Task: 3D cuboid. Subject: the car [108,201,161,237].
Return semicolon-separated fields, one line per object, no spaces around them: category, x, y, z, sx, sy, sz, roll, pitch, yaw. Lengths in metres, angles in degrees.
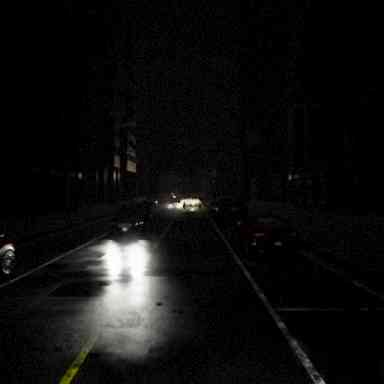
car;-3.096;1.460;17.777;2.128;1.511;4.902;0;0;0

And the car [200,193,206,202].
car;2.769;1.228;52.110;2.192;1.841;5.009;0;0;0

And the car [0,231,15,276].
car;-5.764;1.427;7.291;1.967;1.590;4.097;0;0;0

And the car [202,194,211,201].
car;2.769;1.447;46.678;1.752;1.417;4.829;0;0;0

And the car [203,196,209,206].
car;2.768;1.482;40.907;2.008;1.369;4.403;0;0;0

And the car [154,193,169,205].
car;-5.755;1.218;57.710;2.192;1.841;5.009;0;0;0

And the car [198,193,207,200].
car;2.777;1.167;91.322;2.192;1.841;5.009;0;0;0

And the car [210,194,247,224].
car;2.764;1.273;24.101;2.192;1.841;5.009;0;0;0

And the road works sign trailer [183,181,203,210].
road works sign trailer;0.009;0.392;42.705;2.380;3.560;2.880;0;0;0

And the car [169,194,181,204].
car;-3.038;1.502;58.895;1.895;1.301;4.718;0;0;1

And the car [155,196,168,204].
car;-5.753;1.460;63.312;1.947;1.339;4.313;0;0;0

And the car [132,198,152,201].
car;-5.758;1.484;35.301;1.887;1.381;4.507;0;0;0

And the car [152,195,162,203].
car;-5.756;1.472;46.506;2.008;1.369;4.403;0;0;0

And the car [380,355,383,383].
car;2.761;1.579;1.695;1.802;1.307;4.206;0;0;0

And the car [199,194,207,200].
car;2.777;1.301;85.720;1.967;1.590;4.097;0;0;0

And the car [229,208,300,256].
car;2.763;1.522;12.898;1.887;1.381;4.507;0;0;0

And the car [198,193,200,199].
car;2.774;1.318;74.517;1.967;1.590;4.097;0;0;0

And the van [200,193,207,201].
van;2.775;1.210;80.119;1.690;1.788;3.998;0;0;0

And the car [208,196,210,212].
car;2.765;1.389;29.703;1.967;1.590;4.097;0;0;0

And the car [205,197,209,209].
car;2.767;1.506;35.305;1.947;1.339;4.313;0;0;0
